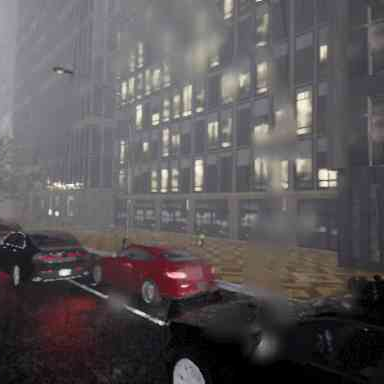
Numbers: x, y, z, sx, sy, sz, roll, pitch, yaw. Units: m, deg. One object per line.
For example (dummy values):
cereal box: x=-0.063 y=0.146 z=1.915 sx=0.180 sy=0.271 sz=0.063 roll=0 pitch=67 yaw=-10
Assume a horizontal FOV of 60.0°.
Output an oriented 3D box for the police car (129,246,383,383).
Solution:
police car: x=1.658 y=1.609 z=3.047 sx=1.930 sy=1.638 sz=5.238 roll=3 pitch=-3 yaw=-41

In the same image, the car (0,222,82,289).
car: x=-4.891 y=1.892 z=10.453 sx=1.837 sy=1.490 sz=4.892 roll=3 pitch=-3 yaw=-41

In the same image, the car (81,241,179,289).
car: x=-1.144 y=1.974 z=8.910 sx=1.802 sy=1.307 sz=4.206 roll=3 pitch=-3 yaw=-41

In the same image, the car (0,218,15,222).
car: x=-8.863 y=2.016 z=14.949 sx=1.837 sy=1.490 sz=4.892 roll=3 pitch=-3 yaw=-41
